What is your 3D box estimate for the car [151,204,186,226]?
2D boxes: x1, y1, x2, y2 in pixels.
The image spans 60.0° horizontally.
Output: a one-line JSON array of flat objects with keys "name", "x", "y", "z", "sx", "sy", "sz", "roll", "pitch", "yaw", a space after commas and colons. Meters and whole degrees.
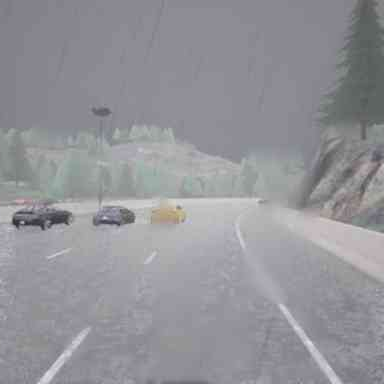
[{"name": "car", "x": -1.702, "y": 1.627, "z": 25.197, "sx": 1.882, "sy": 1.535, "sz": 5.008, "roll": 0, "pitch": 0, "yaw": 8}]

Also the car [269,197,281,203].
[{"name": "car", "x": 22.006, "y": 2.106, "z": 87.887, "sx": 1.882, "sy": 1.535, "sz": 5.008, "roll": 0, "pitch": 0, "yaw": 29}]

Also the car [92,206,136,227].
[{"name": "car", "x": -5.409, "y": 1.665, "z": 23.641, "sx": 1.994, "sy": 1.385, "sz": 4.181, "roll": 0, "pitch": 0, "yaw": 8}]

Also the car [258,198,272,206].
[{"name": "car", "x": 15.564, "y": 2.115, "z": 71.337, "sx": 1.882, "sy": 1.535, "sz": 5.008, "roll": 0, "pitch": 0, "yaw": 23}]

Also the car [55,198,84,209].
[{"name": "car", "x": -18.454, "y": 1.666, "z": 50.310, "sx": 1.812, "sy": 1.442, "sz": 4.674, "roll": 0, "pitch": 0, "yaw": 14}]

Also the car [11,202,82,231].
[{"name": "car", "x": -9.279, "y": 1.536, "z": 21.150, "sx": 2.128, "sy": 1.511, "sz": 4.902, "roll": 0, "pitch": 0, "yaw": 7}]

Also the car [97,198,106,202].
[{"name": "car", "x": -14.732, "y": 1.709, "z": 50.836, "sx": 1.812, "sy": 1.442, "sz": 4.674, "roll": 0, "pitch": 0, "yaw": 15}]

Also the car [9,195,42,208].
[{"name": "car", "x": -25.470, "y": 1.424, "z": 51.066, "sx": 2.097, "sy": 1.767, "sz": 4.553, "roll": 1, "pitch": 0, "yaw": 14}]
